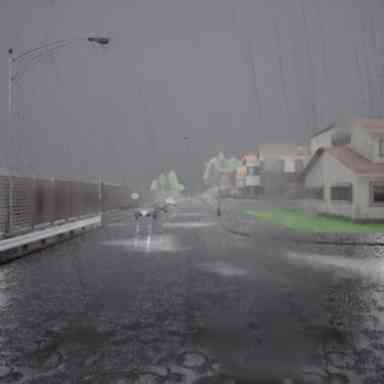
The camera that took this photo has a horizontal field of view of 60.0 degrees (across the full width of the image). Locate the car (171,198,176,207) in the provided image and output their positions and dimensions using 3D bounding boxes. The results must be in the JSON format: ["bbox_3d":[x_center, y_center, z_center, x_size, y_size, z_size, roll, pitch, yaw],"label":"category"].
[{"bbox_3d":[-3.886,1.807,58.923,1.812,1.442,4.674,0,-1,1],"label":"car"}]

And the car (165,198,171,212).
[{"bbox_3d":[-3.989,1.701,40.994,1.837,1.490,4.892,0,0,1],"label":"car"}]

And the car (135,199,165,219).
[{"bbox_3d":[-4.022,1.638,30.592,2.128,1.511,4.902,0,0,0],"label":"car"}]
